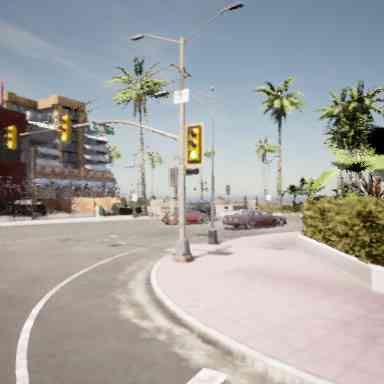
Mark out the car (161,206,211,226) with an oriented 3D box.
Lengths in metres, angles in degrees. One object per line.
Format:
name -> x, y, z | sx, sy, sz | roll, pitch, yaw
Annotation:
car -> -0.741, 2.249, 30.180 | 4.181, 1.385, 1.994 | 1, -2, -37

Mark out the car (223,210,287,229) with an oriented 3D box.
car -> 5.053, 2.143, 26.419 | 5.357, 1.411, 2.033 | 1, -2, -30

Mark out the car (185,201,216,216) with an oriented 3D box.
car -> -0.096, 2.016, 35.088 | 5.566, 2.045, 2.150 | 1, -2, -33
